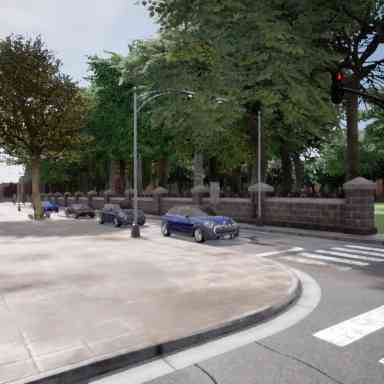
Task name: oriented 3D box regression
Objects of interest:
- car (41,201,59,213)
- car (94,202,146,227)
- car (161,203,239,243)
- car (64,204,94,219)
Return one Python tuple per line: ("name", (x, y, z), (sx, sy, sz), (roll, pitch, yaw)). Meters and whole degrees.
("car", (-19.273, 1.979, 44.605), (1.882, 1.535, 5.008), (0, -1, -35))
("car", (-5.266, 1.570, 24.850), (2.097, 1.767, 4.553), (0, 0, -36))
("car", (0.307, 1.478, 17.047), (2.097, 1.767, 4.553), (0, 0, -35))
("car", (-11.312, 1.879, 33.329), (2.033, 1.411, 5.357), (0, -1, -35))
